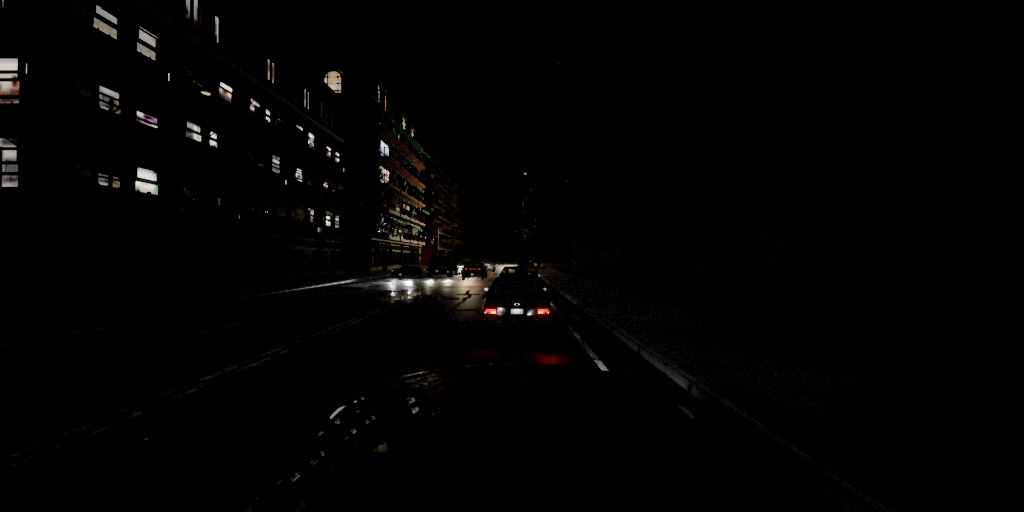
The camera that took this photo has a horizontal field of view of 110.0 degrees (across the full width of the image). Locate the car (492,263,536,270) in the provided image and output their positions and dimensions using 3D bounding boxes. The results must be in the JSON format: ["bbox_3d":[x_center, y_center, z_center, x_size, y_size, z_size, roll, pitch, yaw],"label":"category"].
[{"bbox_3d":[0.113,1.301,20.976,2.033,1.411,5.357,0,0,0],"label":"car"}]

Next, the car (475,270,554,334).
[{"bbox_3d":[0.108,1.299,10.614,2.033,1.411,5.357,0,0,0],"label":"car"}]

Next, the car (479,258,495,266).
[{"bbox_3d":[-3.127,1.279,45.909,1.812,1.442,4.674,0,0,-2],"label":"car"}]

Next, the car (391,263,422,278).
[{"bbox_3d":[-9.828,1.355,33.786,1.895,1.301,4.718,0,0,0],"label":"car"}]

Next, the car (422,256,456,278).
[{"bbox_3d":[-6.576,0.975,34.227,2.150,2.045,5.566,0,0,0],"label":"car"}]

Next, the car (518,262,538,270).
[{"bbox_3d":[1.159,1.259,30.743,1.837,1.490,4.892,0,0,0],"label":"car"}]

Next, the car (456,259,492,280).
[{"bbox_3d":[-3.130,1.244,30.603,2.128,1.511,4.902,0,0,0],"label":"car"}]
